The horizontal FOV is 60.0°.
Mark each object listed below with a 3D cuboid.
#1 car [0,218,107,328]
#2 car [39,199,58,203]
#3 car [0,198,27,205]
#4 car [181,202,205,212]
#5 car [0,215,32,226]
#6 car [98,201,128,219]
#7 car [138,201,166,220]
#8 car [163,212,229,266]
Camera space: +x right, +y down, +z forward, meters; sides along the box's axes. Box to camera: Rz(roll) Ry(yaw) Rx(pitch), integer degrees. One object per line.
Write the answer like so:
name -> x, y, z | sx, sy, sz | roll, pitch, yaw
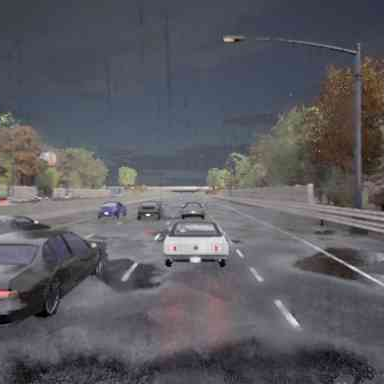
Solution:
car -> -3.399, 1.550, 7.332 | 2.033, 1.411, 5.357 | 0, 0, 0
car -> -17.587, 1.583, 40.857 | 2.033, 1.411, 5.357 | 0, 0, 0
car -> -21.085, 1.635, 39.698 | 1.895, 1.301, 4.718 | 0, 0, 0
car -> 0.101, 1.584, 28.816 | 1.994, 1.385, 4.181 | 0, 0, 0
car -> -6.899, 1.569, 12.546 | 1.994, 1.385, 4.181 | 0, 0, 0
car -> -6.898, 1.546, 29.116 | 1.812, 1.442, 4.674 | 0, 0, 0
car -> -3.398, 1.524, 28.118 | 1.837, 1.490, 4.892 | 0, 0, 0
car -> 0.103, 1.605, 11.516 | 1.895, 1.301, 4.718 | 0, 0, 0
